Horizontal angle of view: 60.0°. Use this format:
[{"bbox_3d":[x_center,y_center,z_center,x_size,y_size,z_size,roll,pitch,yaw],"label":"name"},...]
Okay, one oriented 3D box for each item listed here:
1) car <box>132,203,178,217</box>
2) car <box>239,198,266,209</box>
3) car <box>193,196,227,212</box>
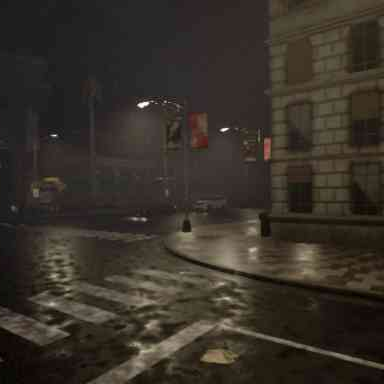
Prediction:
[{"bbox_3d":[-3.721,1.815,34.712,2.033,1.411,5.357,-1,0,36],"label":"car"},{"bbox_3d":[9.227,1.730,50.726,5.008,1.535,1.882,0,-1,-43],"label":"car"},{"bbox_3d":[2.395,1.487,42.963,2.150,2.045,5.566,-1,0,37],"label":"car"}]
